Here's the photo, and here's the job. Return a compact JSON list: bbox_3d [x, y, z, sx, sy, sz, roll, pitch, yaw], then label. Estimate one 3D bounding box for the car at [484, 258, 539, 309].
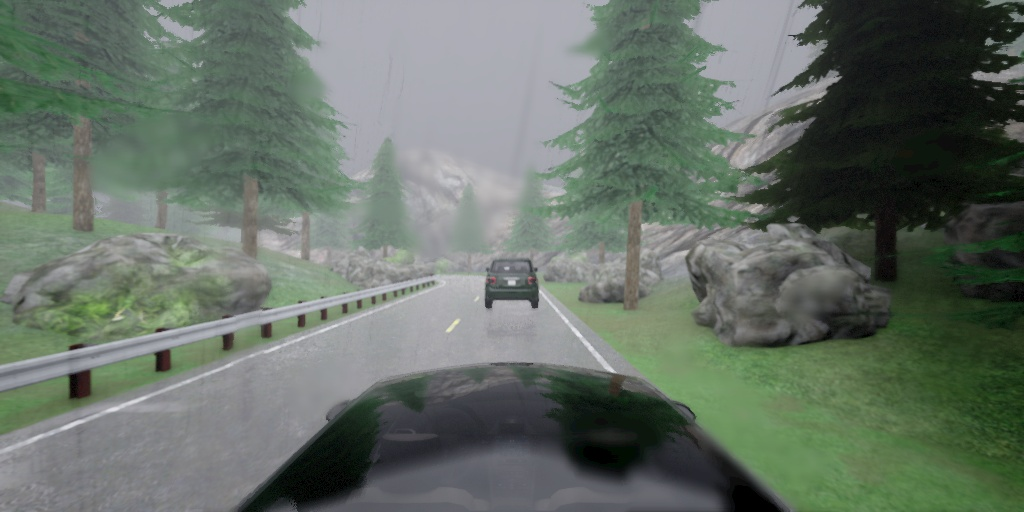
[{"bbox_3d":[-0.006,1.093,15.876,2.150,2.045,5.566,0,0,0],"label":"car"}]
